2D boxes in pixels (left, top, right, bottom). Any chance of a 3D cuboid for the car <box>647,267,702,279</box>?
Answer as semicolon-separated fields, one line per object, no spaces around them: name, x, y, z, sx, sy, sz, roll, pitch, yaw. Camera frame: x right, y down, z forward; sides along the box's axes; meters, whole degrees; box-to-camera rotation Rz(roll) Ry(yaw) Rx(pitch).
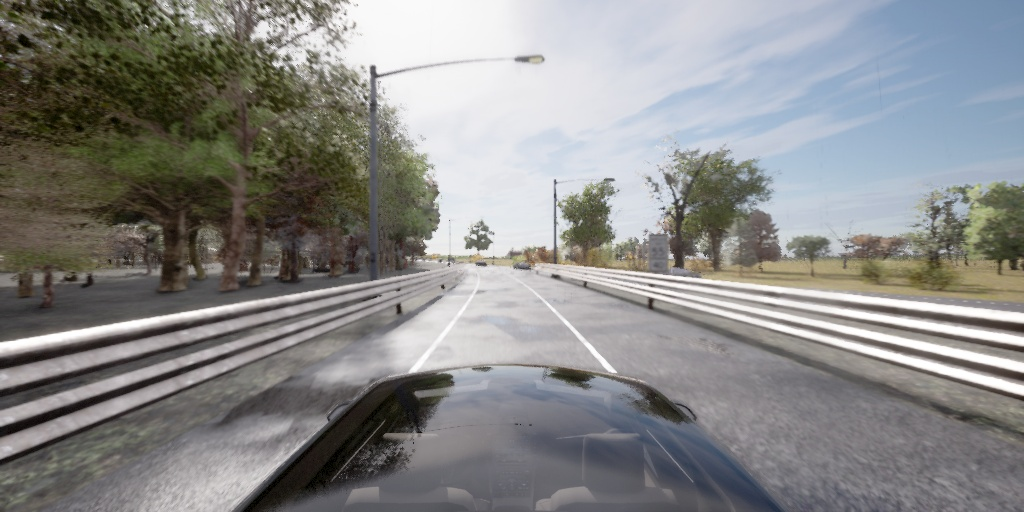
car;13.025;1.631;29.629;2.033;1.411;5.357;0;0;-20

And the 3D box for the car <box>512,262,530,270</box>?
car;1.569;1.724;61.619;1.994;1.385;4.181;2;-1;-20
